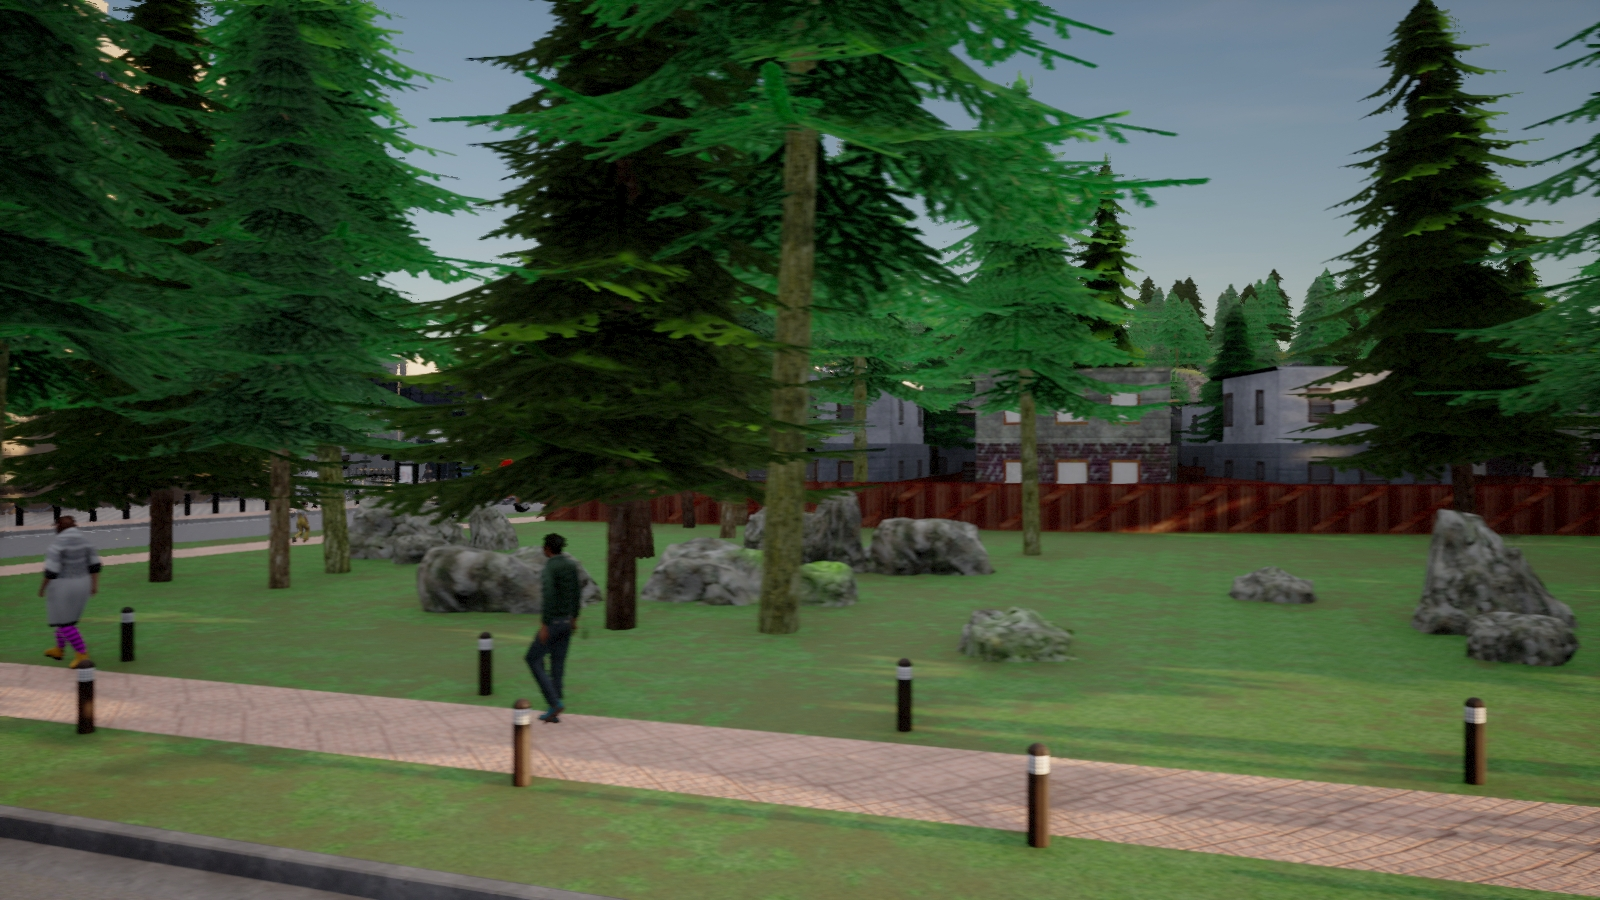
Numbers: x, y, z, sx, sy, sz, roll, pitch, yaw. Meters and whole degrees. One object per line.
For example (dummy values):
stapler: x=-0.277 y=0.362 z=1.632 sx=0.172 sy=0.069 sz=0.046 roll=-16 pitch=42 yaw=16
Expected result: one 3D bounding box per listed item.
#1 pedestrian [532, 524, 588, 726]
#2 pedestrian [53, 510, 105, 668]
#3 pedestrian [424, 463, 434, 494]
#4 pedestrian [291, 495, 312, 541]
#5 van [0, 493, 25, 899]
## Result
pedestrian: x=-2.300 y=1.661 z=10.973 sx=0.375 sy=1.860 sz=0.375 roll=0 pitch=0 yaw=29
pedestrian: x=-8.727 y=1.664 z=13.835 sx=0.375 sy=1.860 sz=0.375 roll=0 pitch=0 yaw=20
pedestrian: x=-22.382 y=1.691 z=68.940 sx=0.375 sy=1.860 sz=0.375 roll=0 pitch=0 yaw=24
pedestrian: x=-14.306 y=1.957 z=32.788 sx=0.375 sy=1.300 sz=0.375 roll=0 pitch=0 yaw=18
van: x=-7.062 y=1.501 z=5.882 sx=5.915 sy=2.561 sz=1.988 roll=0 pitch=0 yaw=20
